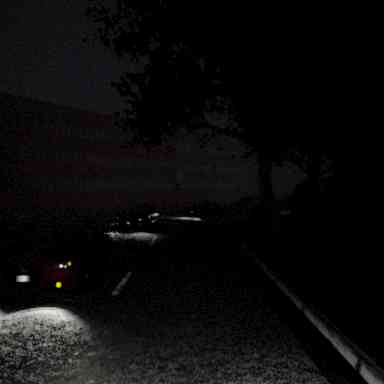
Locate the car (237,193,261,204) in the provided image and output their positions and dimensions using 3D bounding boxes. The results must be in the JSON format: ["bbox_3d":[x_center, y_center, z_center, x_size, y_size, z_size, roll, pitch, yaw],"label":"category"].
[{"bbox_3d":[9.203,1.149,47.918,5.566,2.045,2.435,0,0,38],"label":"car"}]

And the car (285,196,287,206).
[{"bbox_3d":[12.692,1.383,52.367,5.008,1.535,2.097,0,0,38],"label":"car"}]

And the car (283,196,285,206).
[{"bbox_3d":[10.957,1.432,50.133,4.674,1.452,2.002,0,0,38],"label":"car"}]

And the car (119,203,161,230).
[{"bbox_3d":[-3.259,1.498,21.092,1.837,1.490,4.892,0,0,8],"label":"car"}]

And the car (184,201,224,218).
[{"bbox_3d":[1.163,1.527,30.225,1.994,1.385,4.181,0,0,37],"label":"car"}]

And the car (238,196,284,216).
[{"bbox_3d":[6.776,1.454,32.158,1.882,1.535,5.008,0,0,38],"label":"car"}]

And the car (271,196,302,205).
[{"bbox_3d":[16.164,1.402,56.825,4.674,1.452,2.002,0,0,38],"label":"car"}]

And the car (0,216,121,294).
[{"bbox_3d":[-3.360,1.541,8.619,1.994,1.385,4.181,0,0,0],"label":"car"}]
